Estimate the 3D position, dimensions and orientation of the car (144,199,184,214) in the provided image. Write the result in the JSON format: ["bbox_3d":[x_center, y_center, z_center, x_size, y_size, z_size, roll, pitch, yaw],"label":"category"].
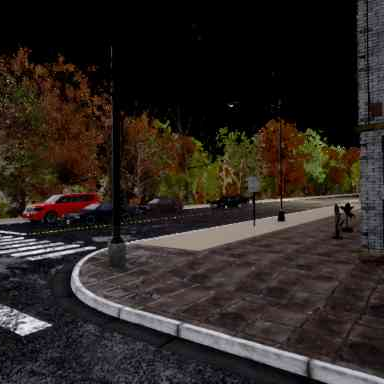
[{"bbox_3d":[-3.020,1.347,32.392,2.033,1.411,5.357,-1,0,37],"label":"car"}]

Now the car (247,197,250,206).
[{"bbox_3d":[6.042,1.148,44.680,1.837,1.490,4.892,-1,0,37],"label":"car"}]

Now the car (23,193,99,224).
[{"bbox_3d":[-9.145,1.127,24.077,2.150,2.045,5.566,-1,0,36],"label":"car"}]

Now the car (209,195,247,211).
[{"bbox_3d":[3.757,1.188,36.121,1.837,1.490,4.892,-1,0,36],"label":"car"}]

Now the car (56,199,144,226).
[{"bbox_3d":[-6.104,1.401,22.719,2.033,1.411,5.357,-1,0,36],"label":"car"}]
